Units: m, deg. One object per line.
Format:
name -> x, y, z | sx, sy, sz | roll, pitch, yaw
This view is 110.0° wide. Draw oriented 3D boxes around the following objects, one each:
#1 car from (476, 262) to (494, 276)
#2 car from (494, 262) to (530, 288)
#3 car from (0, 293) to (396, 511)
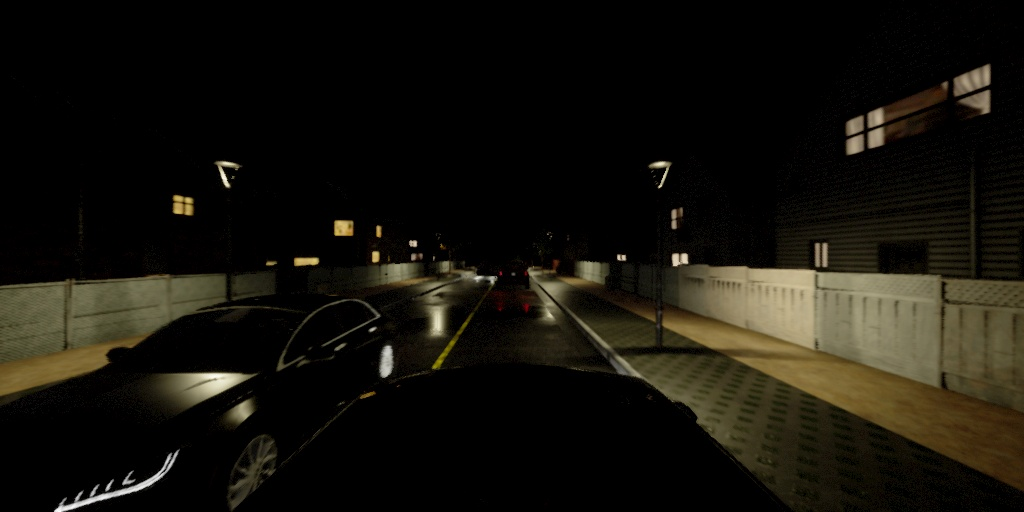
car -> -2.866, 1.371, 39.882 | 1.882, 1.535, 5.008 | 0, 0, 0
car -> 0.084, 1.172, 24.504 | 2.097, 1.767, 4.553 | 0, 0, 0
car -> -2.850, 1.261, 4.198 | 1.837, 1.490, 4.892 | 0, -1, 0
